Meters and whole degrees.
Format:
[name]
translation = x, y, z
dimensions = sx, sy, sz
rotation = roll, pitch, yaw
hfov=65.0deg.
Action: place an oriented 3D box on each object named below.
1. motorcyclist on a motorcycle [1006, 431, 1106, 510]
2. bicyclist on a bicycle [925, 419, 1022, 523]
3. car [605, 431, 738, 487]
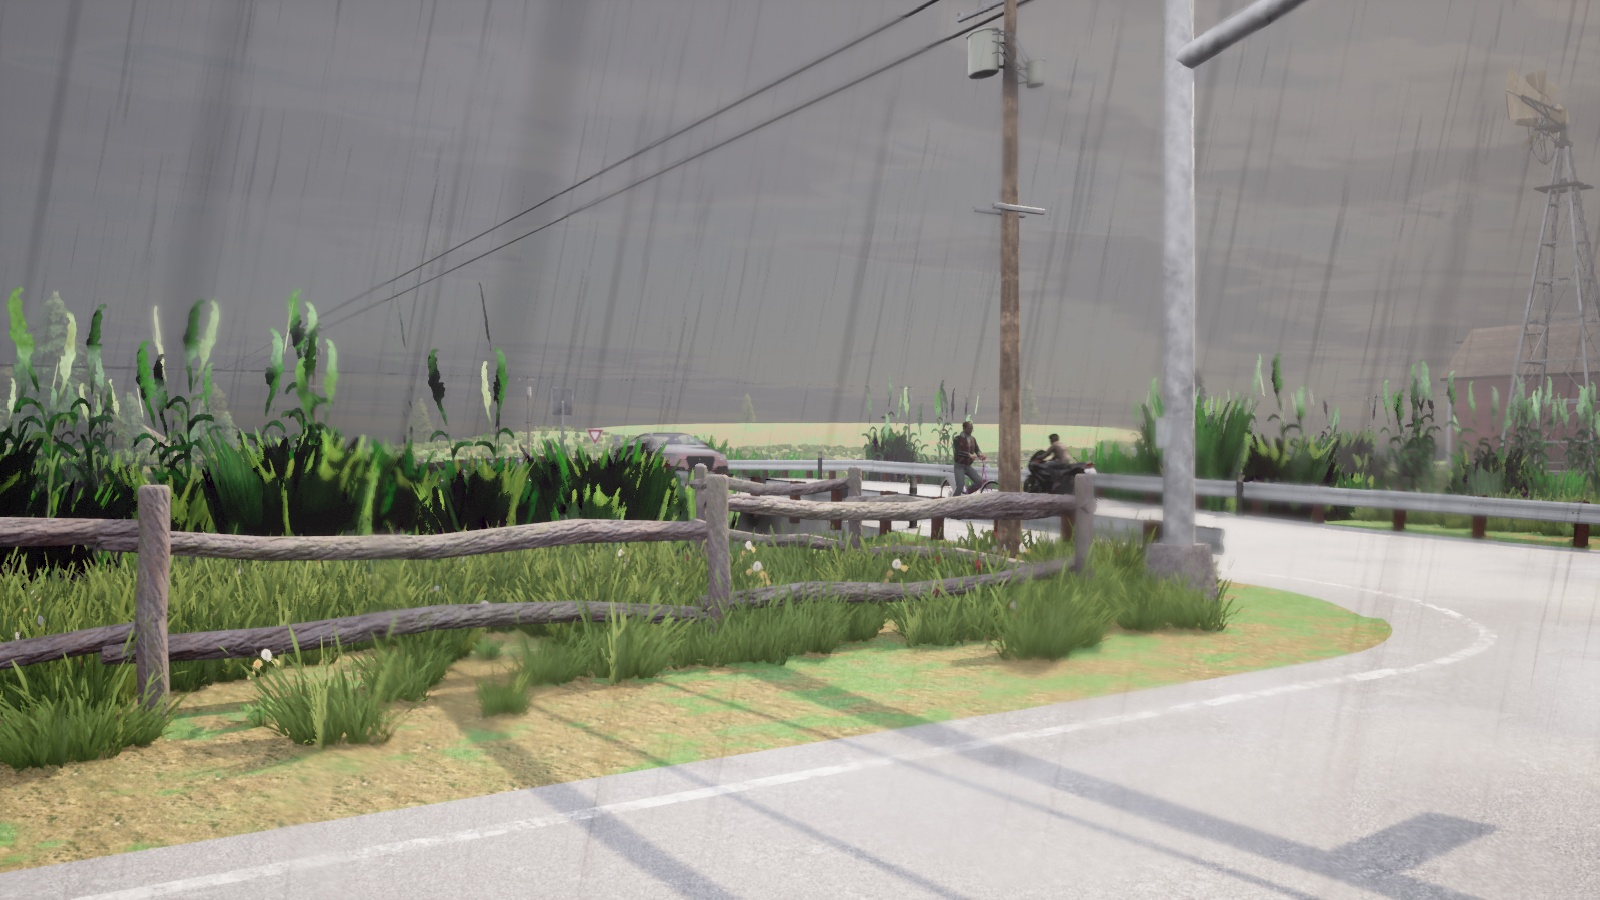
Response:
[motorcyclist on a motorcycle]
translation = 5.267, 0.390, 25.976
dimensions = 0.797, 1.523, 2.044
rotation = 0, 2, -32
[bicyclist on a bicycle]
translation = 3.128, 0.348, 22.816
dimensions = 0.659, 1.776, 1.843
rotation = 0, 2, -32
[car]
translation = -3.514, 0.220, 33.737
dimensions = 1.994, 1.385, 4.181
rotation = 0, 0, -30
